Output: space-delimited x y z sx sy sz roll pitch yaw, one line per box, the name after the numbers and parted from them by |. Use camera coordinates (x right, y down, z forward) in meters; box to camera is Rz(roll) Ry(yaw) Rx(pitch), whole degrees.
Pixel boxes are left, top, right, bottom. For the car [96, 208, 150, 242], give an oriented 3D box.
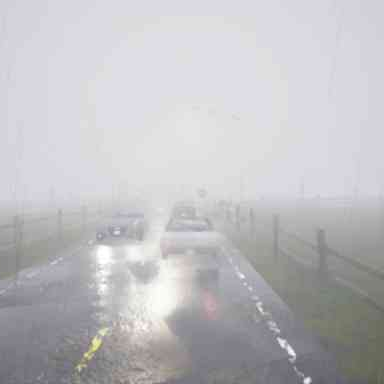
-3.092 1.461 15.551 1.994 1.385 4.181 0 0 -1 | car

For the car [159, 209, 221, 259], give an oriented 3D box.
-0.110 1.517 12.267 1.895 1.301 4.718 0 0 -1 | car

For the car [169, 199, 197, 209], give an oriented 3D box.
-0.666 1.336 25.823 1.837 1.490 4.892 0 0 -3 | car
